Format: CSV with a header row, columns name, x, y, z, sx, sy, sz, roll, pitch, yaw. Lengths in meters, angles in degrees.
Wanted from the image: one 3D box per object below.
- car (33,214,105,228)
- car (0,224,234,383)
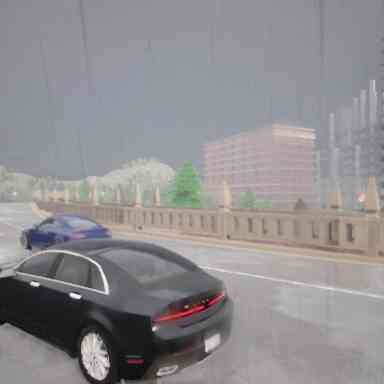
name,x,y,z,sx,sy,sz,roll,pitch,yaw
car,-4.840,1.580,12.700,4.674,1.442,1.812,0,0,43
car,-1.676,1.530,5.410,4.892,1.490,1.837,0,0,38
